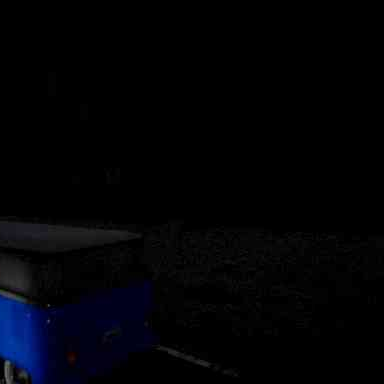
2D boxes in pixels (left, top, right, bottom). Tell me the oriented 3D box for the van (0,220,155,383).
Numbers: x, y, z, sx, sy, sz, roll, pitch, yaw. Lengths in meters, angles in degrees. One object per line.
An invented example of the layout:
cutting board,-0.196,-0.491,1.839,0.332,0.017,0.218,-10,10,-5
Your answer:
van,-2.396,1.353,4.774,3.998,1.788,1.690,0,0,35

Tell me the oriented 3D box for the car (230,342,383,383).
car,2.209,1.542,1.500,4.507,1.381,1.887,0,0,35
